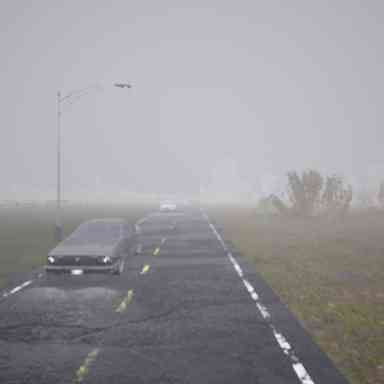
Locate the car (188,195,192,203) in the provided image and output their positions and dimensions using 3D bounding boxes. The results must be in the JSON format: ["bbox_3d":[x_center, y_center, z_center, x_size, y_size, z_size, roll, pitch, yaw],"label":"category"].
[{"bbox_3d":[-0.001,1.984,80.429,1.812,1.442,4.674,0,-1,0],"label":"car"}]

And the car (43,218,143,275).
[{"bbox_3d":[-2.821,1.595,10.852,2.033,1.411,5.357,0,0,0],"label":"car"}]

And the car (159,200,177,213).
[{"bbox_3d":[-2.839,1.742,40.259,1.812,1.442,4.674,0,-1,0],"label":"car"}]

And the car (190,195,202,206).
[{"bbox_3d":[0.962,1.866,62.807,1.801,1.575,5.366,0,-1,0],"label":"car"}]
